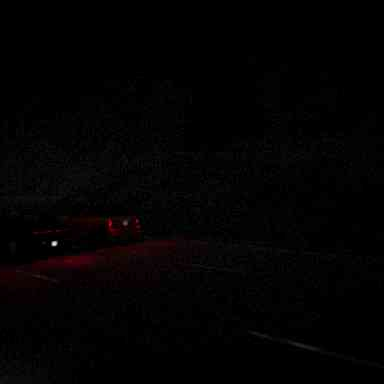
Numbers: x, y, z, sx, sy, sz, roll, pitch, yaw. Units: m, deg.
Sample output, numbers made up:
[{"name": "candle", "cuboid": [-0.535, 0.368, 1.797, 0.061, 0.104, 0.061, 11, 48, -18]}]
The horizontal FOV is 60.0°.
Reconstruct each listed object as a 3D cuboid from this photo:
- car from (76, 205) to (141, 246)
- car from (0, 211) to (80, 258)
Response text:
[{"name": "car", "cuboid": [-4.628, 1.387, 15.816, 4.553, 1.767, 2.097, 0, 0, 36]}, {"name": "car", "cuboid": [-6.762, 1.542, 13.040, 4.892, 1.490, 1.837, 0, 0, 36]}]
